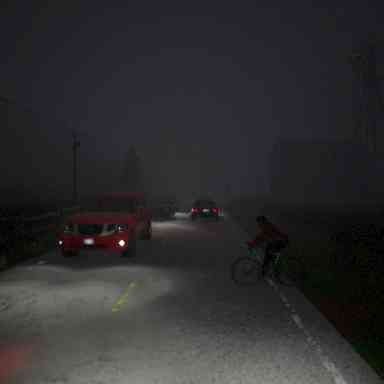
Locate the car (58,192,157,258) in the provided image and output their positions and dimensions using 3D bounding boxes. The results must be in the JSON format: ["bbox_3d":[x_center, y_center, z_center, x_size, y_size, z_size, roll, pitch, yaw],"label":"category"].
[{"bbox_3d":[-2.878,1.035,12.337,2.150,2.045,5.566,0,1,2],"label":"car"}]

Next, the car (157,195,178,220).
[{"bbox_3d":[-2.351,1.116,24.632,1.882,1.535,5.008,0,1,2],"label":"car"}]

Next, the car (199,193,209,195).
[{"bbox_3d":[1.717,0.830,46.937,1.812,1.442,4.674,0,1,2],"label":"car"}]

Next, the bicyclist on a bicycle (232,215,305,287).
[{"bbox_3d":[1.709,1.342,7.466,1.656,1.620,0.582,0,1,2],"label":"bicyclist on a bicycle"}]

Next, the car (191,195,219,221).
[{"bbox_3d":[0.915,1.197,23.575,2.033,1.411,5.357,0,1,2],"label":"car"}]

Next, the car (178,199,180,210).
[{"bbox_3d":[-2.178,1.037,31.105,1.837,1.490,4.892,0,2,2],"label":"car"}]
